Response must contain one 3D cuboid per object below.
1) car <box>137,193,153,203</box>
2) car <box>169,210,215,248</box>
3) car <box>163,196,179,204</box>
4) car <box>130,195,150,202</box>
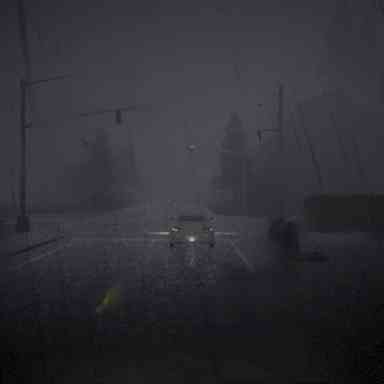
[{"bbox_3d":[-10.052,1.219,69.412,2.150,2.045,5.566,0,0,-27],"label":"car"},{"bbox_3d":[0.000,1.530,14.650,1.812,1.442,4.674,0,0,0],"label":"car"},{"bbox_3d":[-4.059,1.561,64.643,2.033,1.411,5.357,0,0,-21],"label":"car"},{"bbox_3d":[-12.385,1.430,78.731,5.008,1.535,1.882,0,0,42],"label":"car"}]
